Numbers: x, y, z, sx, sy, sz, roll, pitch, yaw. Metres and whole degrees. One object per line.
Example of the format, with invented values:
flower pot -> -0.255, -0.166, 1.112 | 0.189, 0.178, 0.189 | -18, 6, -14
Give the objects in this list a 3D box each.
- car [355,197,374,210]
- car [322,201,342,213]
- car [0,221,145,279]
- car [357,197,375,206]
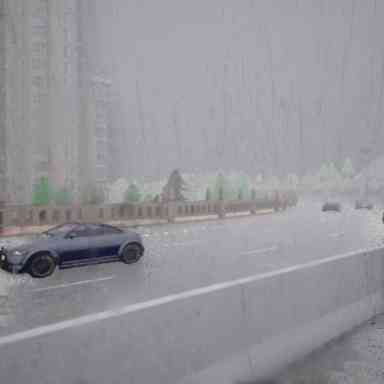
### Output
car -> 23.089, 1.661, 44.718 | 2.128, 1.511, 4.902 | 0, -1, 24
car -> 16.599, 1.746, 39.333 | 1.895, 1.301, 4.718 | 0, 0, 28
car -> -3.562, 1.605, 10.303 | 4.181, 1.385, 1.994 | 0, 0, -38
car -> 32.274, 1.779, 61.838 | 1.837, 1.490, 4.892 | 0, -1, 13
